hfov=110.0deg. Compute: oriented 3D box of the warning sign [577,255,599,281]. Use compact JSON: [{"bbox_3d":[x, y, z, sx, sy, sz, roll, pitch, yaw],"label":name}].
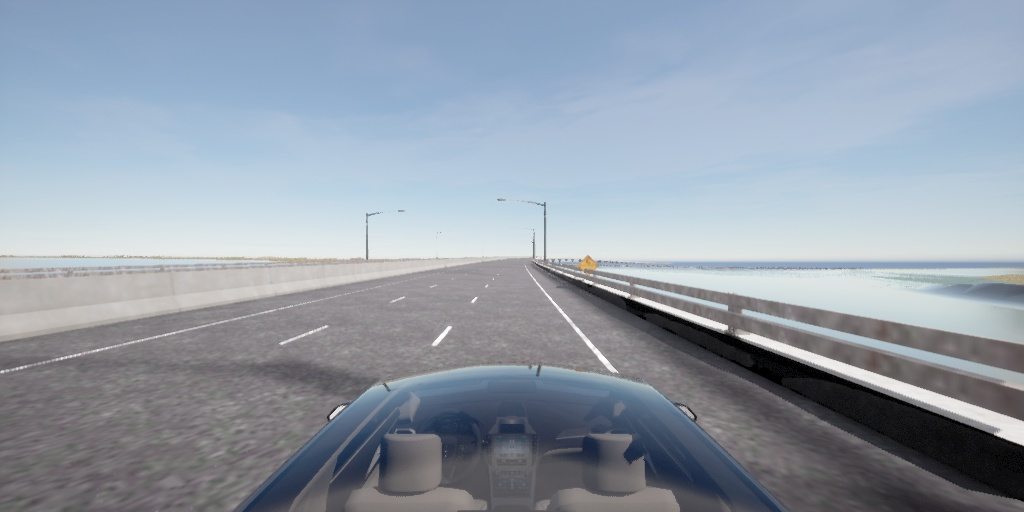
[{"bbox_3d":[4.623,0.867,21.680,1.300,1.860,1.060,0,0,0],"label":"warning sign"}]
